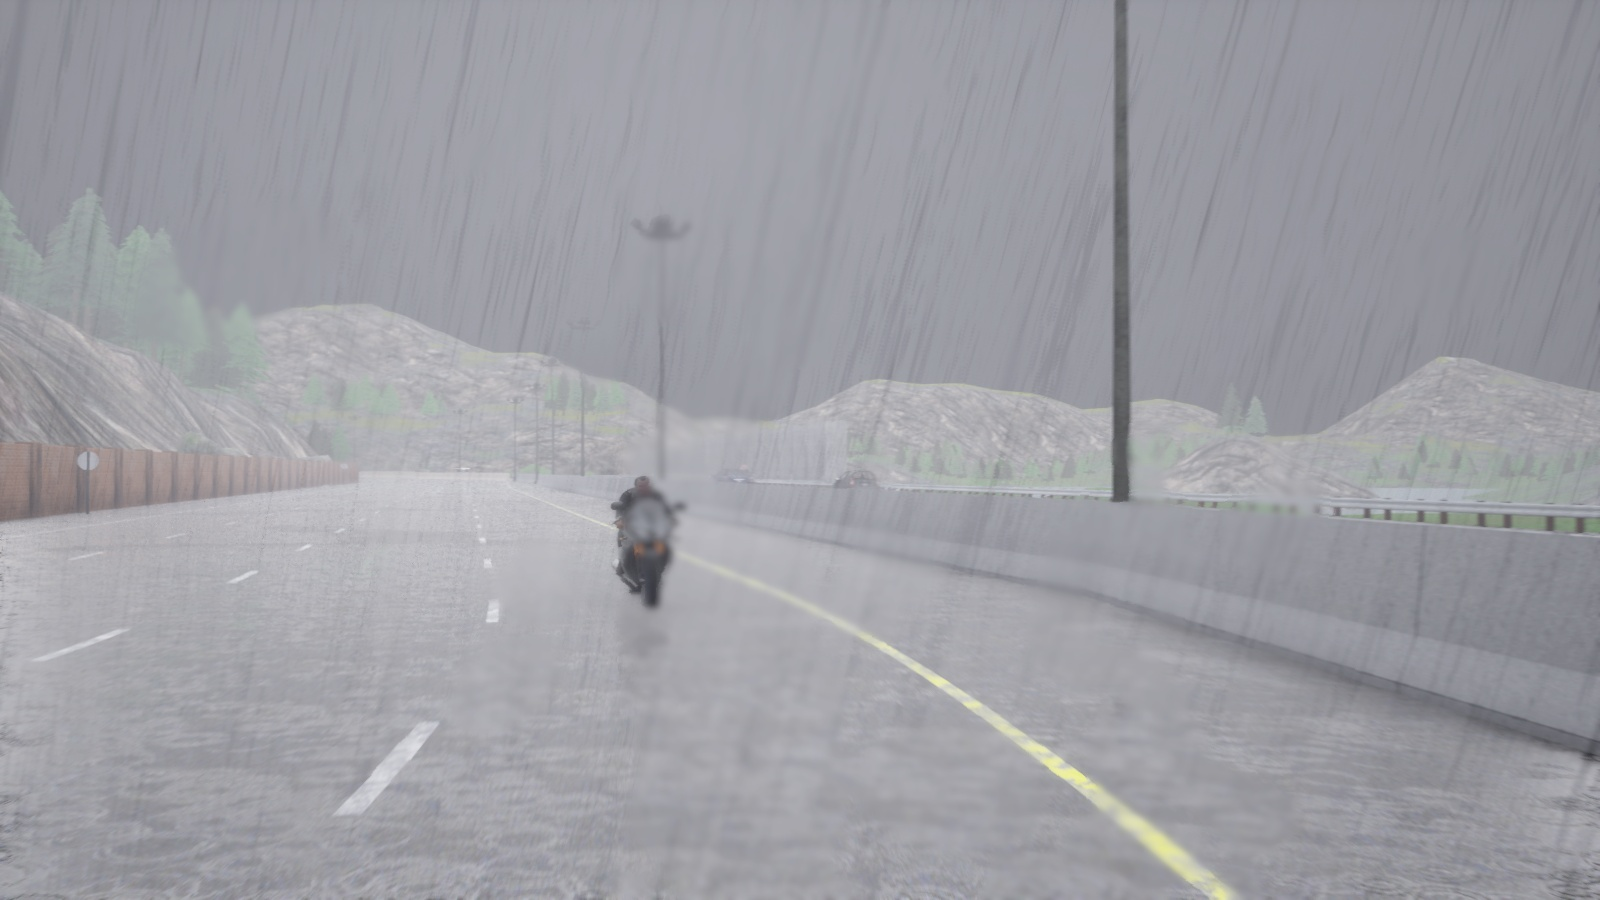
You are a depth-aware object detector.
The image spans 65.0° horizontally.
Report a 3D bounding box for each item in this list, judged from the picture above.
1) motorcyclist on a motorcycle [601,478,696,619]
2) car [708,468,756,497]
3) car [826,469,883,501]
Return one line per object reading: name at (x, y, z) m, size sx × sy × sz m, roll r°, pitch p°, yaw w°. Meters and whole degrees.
motorcyclist on a motorcycle at (-1.851, 1.112, 15.035) m, size 0.866 × 1.530 × 2.191 m, roll 0°, pitch -1°, yaw -14°
car at (-4.301, 2.012, 78.568) m, size 2.097 × 1.767 × 4.553 m, roll 0°, pitch -1°, yaw -15°
car at (2.814, 1.791, 65.519) m, size 1.851 × 1.617 × 3.988 m, roll 0°, pitch -1°, yaw -15°
